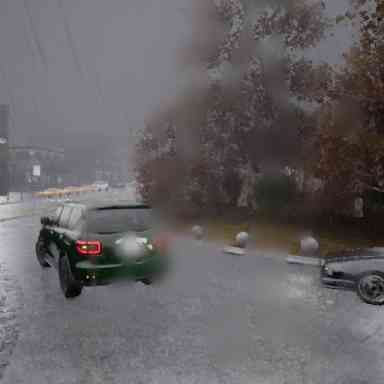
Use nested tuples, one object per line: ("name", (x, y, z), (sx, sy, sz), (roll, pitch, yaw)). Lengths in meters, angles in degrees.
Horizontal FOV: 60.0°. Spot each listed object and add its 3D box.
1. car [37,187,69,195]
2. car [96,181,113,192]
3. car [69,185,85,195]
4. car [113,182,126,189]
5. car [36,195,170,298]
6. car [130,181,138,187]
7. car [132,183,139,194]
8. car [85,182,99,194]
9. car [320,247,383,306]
("car", (-22.155, 0.098, 52.195), (1.946, 1.575, 5.366), (0, 3, 10))
("car", (-19.254, -1.161, 68.754), (2.435, 2.045, 5.566), (0, 3, 10))
("car", (-21.198, -0.235, 57.624), (1.946, 1.575, 5.366), (0, 3, 10))
("car", (-17.362, -1.542, 79.634), (2.163, 1.488, 4.792), (0, 3, 10))
("car", (-2.618, 1.222, 8.892), (2.150, 2.045, 5.566), (0, 0, -32))
("car", (-15.456, -2.234, 90.535), (2.231, 1.521, 4.892), (0, 3, 10))
("car", (-8.779, -0.458, 60.228), (1.882, 1.535, 5.008), (0, 4, 10))
("car", (-20.251, -0.565, 63.057), (1.946, 1.575, 5.366), (0, 3, 10))
("car", (5.460, 1.551, 6.673), (5.357, 1.411, 2.033), (0, 0, 24))
